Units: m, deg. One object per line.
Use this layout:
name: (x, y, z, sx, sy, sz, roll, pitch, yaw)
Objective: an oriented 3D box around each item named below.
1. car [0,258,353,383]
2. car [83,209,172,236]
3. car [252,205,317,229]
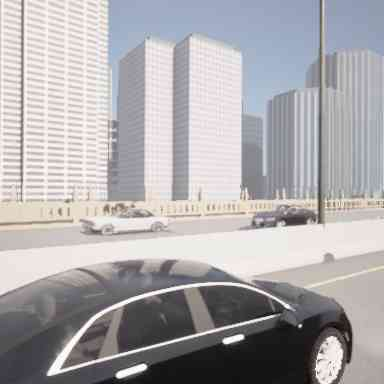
car: (-0.171, 1.515, 3.628, 4.892, 1.490, 1.837, 0, 0, -35)
car: (-3.579, 1.641, 18.635, 4.718, 1.301, 1.895, 0, 0, -35)
car: (5.901, 1.580, 21.094, 4.902, 1.511, 2.128, 0, 0, -35)
